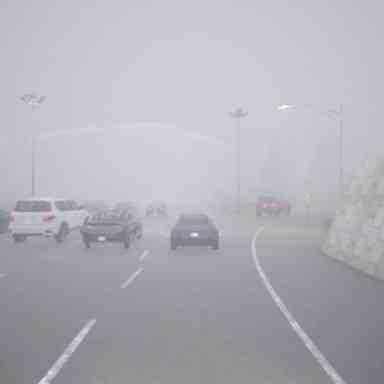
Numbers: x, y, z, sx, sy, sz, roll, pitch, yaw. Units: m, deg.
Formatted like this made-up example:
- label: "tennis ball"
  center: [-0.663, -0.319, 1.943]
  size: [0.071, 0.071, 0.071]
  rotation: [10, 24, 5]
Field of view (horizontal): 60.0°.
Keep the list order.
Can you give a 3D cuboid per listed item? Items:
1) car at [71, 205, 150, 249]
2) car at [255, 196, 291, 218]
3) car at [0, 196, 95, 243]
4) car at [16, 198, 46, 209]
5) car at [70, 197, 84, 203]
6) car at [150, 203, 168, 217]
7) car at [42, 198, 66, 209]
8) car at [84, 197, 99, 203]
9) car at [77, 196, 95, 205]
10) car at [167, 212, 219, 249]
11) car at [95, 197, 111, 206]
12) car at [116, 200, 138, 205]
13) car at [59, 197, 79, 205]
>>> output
- label: "car"
  center: [-3.397, 1.555, 14.940]
  size: [2.128, 1.511, 4.902]
  rotation: [0, 0, 0]
- label: "car"
  center: [7.985, 1.360, 32.524]
  size: [2.150, 2.045, 5.566]
  rotation: [0, 0, 31]
- label: "car"
  center: [-6.895, 1.293, 16.690]
  size: [2.150, 2.045, 5.566]
  rotation: [0, 0, 0]
- label: "car"
  center: [-24.544, 1.705, 50.871]
  size: [2.128, 1.511, 4.902]
  rotation: [0, 0, 1]
- label: "car"
  center: [-27.987, 1.893, 81.029]
  size: [1.994, 1.385, 4.181]
  rotation: [0, 0, 0]
- label: "car"
  center: [-3.394, 1.740, 33.126]
  size: [1.895, 1.301, 4.718]
  rotation: [0, 0, 0]
- label: "car"
  center: [-21.047, 1.740, 50.923]
  size: [1.812, 1.442, 4.674]
  rotation: [0, 0, 0]
- label: "car"
  center: [-24.487, 1.881, 81.221]
  size: [2.033, 1.411, 5.357]
  rotation: [0, 0, 0]
- label: "car"
  center: [-20.989, 1.632, 65.859]
  size: [2.097, 1.767, 4.553]
  rotation: [0, 0, 0]
- label: "car"
  center: [0.103, 1.627, 14.835]
  size: [1.994, 1.385, 4.181]
  rotation: [0, 0, 0]
- label: "car"
  center: [-10.393, 1.630, 36.366]
  size: [1.882, 1.535, 5.008]
  rotation: [0, 0, 0]
- label: "car"
  center: [-6.893, 1.653, 34.865]
  size: [1.837, 1.490, 4.892]
  rotation: [0, 0, 0]
- label: "car"
  center: [-24.489, 1.803, 66.188]
  size: [2.128, 1.511, 4.902]
  rotation: [0, 0, 0]
